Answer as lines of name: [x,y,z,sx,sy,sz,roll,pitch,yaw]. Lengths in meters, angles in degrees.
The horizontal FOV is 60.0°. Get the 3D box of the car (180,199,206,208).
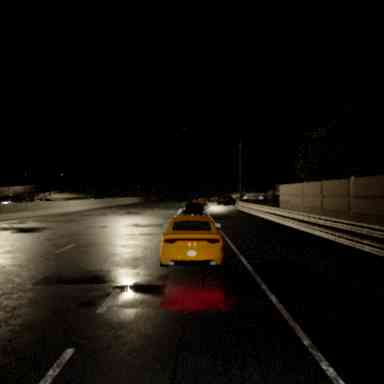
car: [0.052,1.693,29.816,1.837,1.490,4.892,0,0,0]

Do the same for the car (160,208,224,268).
car: [0.002,1.552,11.606,1.882,1.535,5.008,0,0,0]

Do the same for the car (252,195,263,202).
car: [16.842,2.056,87.319,1.895,1.301,4.718,0,1,18]

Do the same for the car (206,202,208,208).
car: [1.081,1.769,46.179,1.882,1.535,5.008,-1,0,10]

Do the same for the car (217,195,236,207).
car: [6.506,1.646,61.801,2.150,2.045,5.566,0,-1,25]
